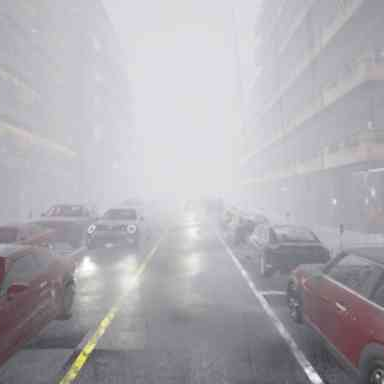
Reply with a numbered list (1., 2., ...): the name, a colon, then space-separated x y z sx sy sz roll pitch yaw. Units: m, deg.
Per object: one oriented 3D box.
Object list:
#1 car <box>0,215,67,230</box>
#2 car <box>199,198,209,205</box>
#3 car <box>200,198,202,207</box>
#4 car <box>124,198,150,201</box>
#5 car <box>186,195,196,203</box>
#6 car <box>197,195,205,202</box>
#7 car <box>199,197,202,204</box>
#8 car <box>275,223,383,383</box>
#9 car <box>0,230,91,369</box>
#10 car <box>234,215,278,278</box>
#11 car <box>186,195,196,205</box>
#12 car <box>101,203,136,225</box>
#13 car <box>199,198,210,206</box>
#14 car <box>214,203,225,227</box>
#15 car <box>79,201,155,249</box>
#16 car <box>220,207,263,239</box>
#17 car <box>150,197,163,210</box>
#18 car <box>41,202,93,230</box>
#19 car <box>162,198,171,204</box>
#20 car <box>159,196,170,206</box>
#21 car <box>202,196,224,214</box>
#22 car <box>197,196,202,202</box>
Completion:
1. car: -5.704 1.622 10.121 1.887 1.381 4.507 1 0 0
2. car: 2.499 2.022 71.357 1.947 1.339 4.313 1 0 0
3. car: 2.564 1.859 49.086 2.008 1.369 4.403 1 0 0
4. car: -5.766 1.534 32.393 2.192 1.841 5.009 1 0 0
5. car: -0.227 1.637 80.143 2.150 2.045 5.566 0 0 0
6. car: 2.437 1.921 93.630 2.192 1.841 5.009 1 0 0
7. car: 2.548 1.890 54.653 1.887 1.381 4.507 1 0 0
8. car: 2.694 1.463 4.545 1.967 1.590 4.097 1 0 0
9. car: -3.107 1.563 4.756 1.812 1.442 4.674 0 0 0
10. car: 2.676 1.608 10.112 2.008 1.369 4.403 1 0 0
11. car: -0.197 1.973 70.018 2.128 1.511 4.902 0 0 0
12. car: -5.752 1.707 26.654 1.752 1.417 4.829 1 0 0
13. car: 2.515 1.970 65.789 2.008 1.369 4.403 1 0 0
14. car: 2.644 1.654 21.417 1.752 1.417 4.829 1 0 0
15. car: -3.117 1.454 14.909 2.097 1.767 4.553 0 0 1
16. car: 2.661 1.643 15.679 2.008 1.369 4.403 1 0 0
17. car: -5.817 1.894 49.095 1.947 1.339 4.313 1 0 0
18. car: -5.717 1.427 15.690 2.192 1.841 5.009 1 0 0
19. car: -5.898 2.095 76.934 1.802 1.307 4.206 1 0 0
20. car: -5.862 1.753 65.799 2.192 1.841 5.009 1 0 0
21. car: 2.599 1.551 37.952 2.192 1.841 5.009 1 0 0
22. car: 2.534 1.697 60.222 2.192 1.841 5.009 1 0 0
